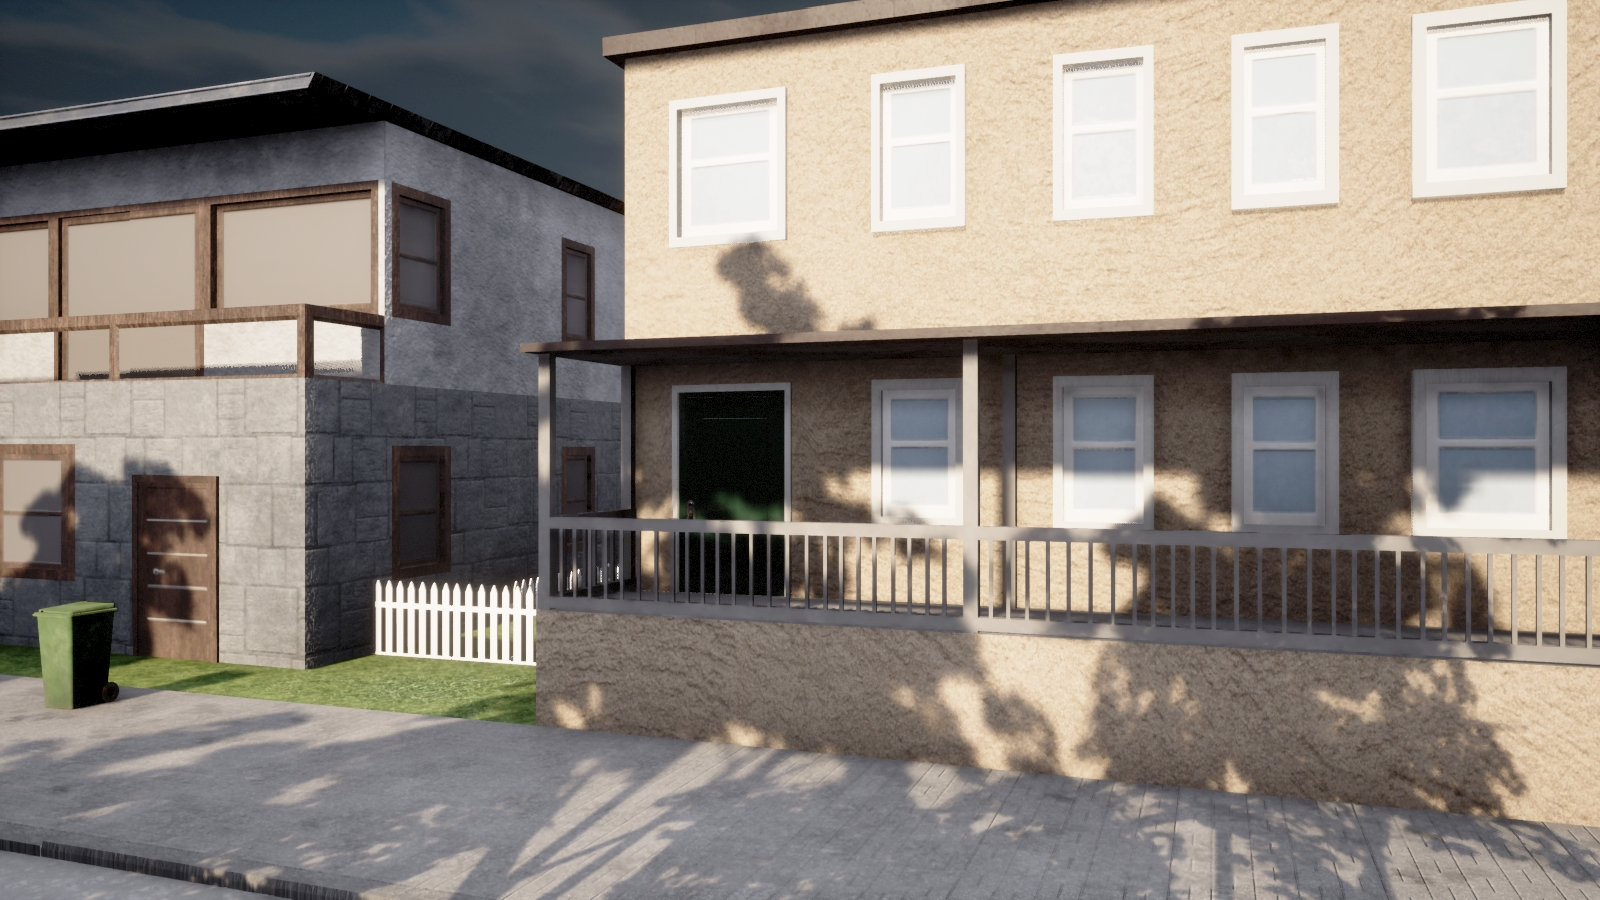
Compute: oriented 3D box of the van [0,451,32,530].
[{"bbox_3d":[-27.753,1.329,35.973,1.988,2.561,5.915,0,0,20],"label":"van"}]
